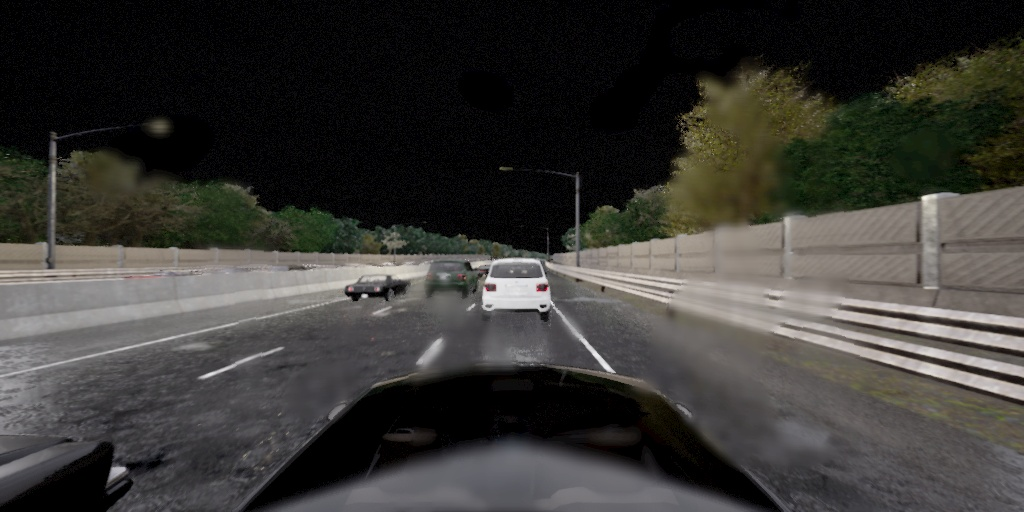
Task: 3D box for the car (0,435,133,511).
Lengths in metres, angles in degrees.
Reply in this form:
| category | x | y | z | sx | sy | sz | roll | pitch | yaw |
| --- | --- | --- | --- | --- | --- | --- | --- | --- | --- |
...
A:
| category | x | y | z | sx | sy | sz | roll | pitch | yaw |
| --- | --- | --- | --- | --- | --- | --- | --- | --- | --- |
| car | -3.394 | 1.327 | 0.135 | 1.895 | 1.301 | 4.718 | 0 | -1 | 0 |

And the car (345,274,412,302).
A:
| category | x | y | z | sx | sy | sz | roll | pitch | yaw |
| --- | --- | --- | --- | --- | --- | --- | --- | --- | --- |
| car | -6.757 | 1.585 | 18.752 | 1.895 | 1.301 | 4.718 | 0 | -1 | 1 |

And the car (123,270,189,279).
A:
| category | x | y | z | sx | sy | sz | roll | pitch | yaw |
| --- | --- | --- | --- | --- | --- | --- | --- | --- | --- |
| car | -24.347 | 1.673 | 25.337 | 1.895 | 1.301 | 4.718 | 0 | -1 | 1 |

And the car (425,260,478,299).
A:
| category | x | y | z | sx | sy | sz | roll | pitch | yaw |
| --- | --- | --- | --- | --- | --- | --- | --- | --- | --- |
| car | -3.236 | 1.225 | 20.213 | 2.150 | 2.045 | 5.566 | 0 | -1 | 1 |

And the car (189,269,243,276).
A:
| category | x | y | z | sx | sy | sz | roll | pitch | yaw |
| --- | --- | --- | --- | --- | --- | --- | --- | --- | --- |
| car | -20.816 | 1.651 | 26.539 | 1.994 | 1.385 | 4.181 | 0 | -1 | 1 |

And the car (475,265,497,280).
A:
| category | x | y | z | sx | sy | sz | roll | pitch | yaw |
| --- | --- | --- | --- | --- | --- | --- | --- | --- | --- |
| car | -2.776 | 1.743 | 39.153 | 1.837 | 1.490 | 4.892 | 0 | 0 | 2 |

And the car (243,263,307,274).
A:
| category | x | y | z | sx | sy | sz | roll | pitch | yaw |
| --- | --- | --- | --- | --- | --- | --- | --- | --- | --- |
| car | -17.305 | 1.445 | 27.023 | 2.097 | 1.767 | 4.553 | 0 | -1 | 1 |

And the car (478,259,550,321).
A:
| category | x | y | z | sx | sy | sz | roll | pitch | yaw |
| --- | --- | --- | --- | --- | --- | --- | --- | --- | --- |
| car | 0.167 | 1.136 | 13.383 | 2.150 | 2.045 | 5.566 | 0 | -1 | 1 |
